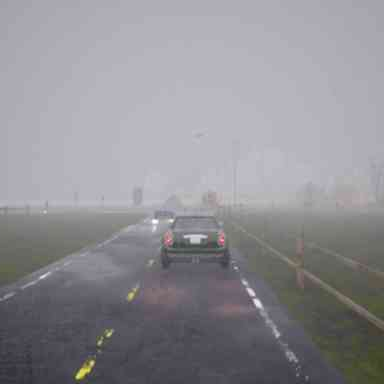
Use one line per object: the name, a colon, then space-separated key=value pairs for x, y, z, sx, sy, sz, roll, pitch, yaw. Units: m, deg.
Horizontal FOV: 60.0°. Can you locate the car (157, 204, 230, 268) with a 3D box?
car: x=0.102 y=1.483 z=11.964 sx=2.097 sy=1.767 sz=4.553 roll=0 pitch=-1 yaw=0

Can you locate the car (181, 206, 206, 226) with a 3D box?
car: x=0.103 y=1.892 z=26.944 sx=1.895 sy=1.301 sz=4.718 roll=0 pitch=-1 yaw=0

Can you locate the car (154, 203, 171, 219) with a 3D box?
car: x=-2.758 y=1.845 z=33.985 sx=1.882 sy=1.535 sz=5.008 roll=0 pitch=-1 yaw=0

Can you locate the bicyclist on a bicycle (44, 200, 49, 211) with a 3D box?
bicyclist on a bicycle: x=-22.502 y=2.066 z=51.500 sx=0.582 sy=1.620 sz=1.656 roll=0 pitch=0 yaw=0
